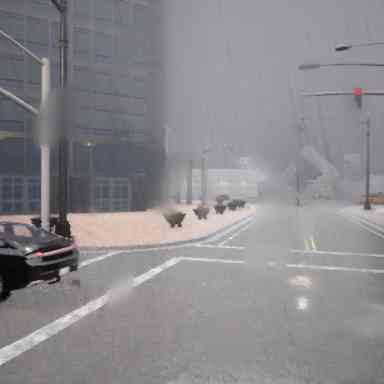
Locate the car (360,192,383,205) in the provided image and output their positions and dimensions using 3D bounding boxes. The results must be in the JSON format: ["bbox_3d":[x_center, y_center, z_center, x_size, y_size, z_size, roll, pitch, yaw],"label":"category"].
[{"bbox_3d":[30.948,1.270,56.415,4.553,1.767,2.097,0,0,-15],"label":"car"}]

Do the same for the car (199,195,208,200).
[{"bbox_3d":[2.694,1.250,78.069,1.994,1.385,4.181,0,0,6],"label":"car"}]

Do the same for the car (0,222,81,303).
[{"bbox_3d":[-5.008,1.458,7.770,4.902,1.511,2.128,0,0,17],"label":"car"}]

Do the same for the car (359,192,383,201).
[{"bbox_3d":[44.566,1.113,82.292,2.150,2.045,5.566,0,0,-27],"label":"car"}]

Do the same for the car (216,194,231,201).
[{"bbox_3d":[6.664,1.244,71.024,1.837,1.490,4.892,0,0,-17],"label":"car"}]
